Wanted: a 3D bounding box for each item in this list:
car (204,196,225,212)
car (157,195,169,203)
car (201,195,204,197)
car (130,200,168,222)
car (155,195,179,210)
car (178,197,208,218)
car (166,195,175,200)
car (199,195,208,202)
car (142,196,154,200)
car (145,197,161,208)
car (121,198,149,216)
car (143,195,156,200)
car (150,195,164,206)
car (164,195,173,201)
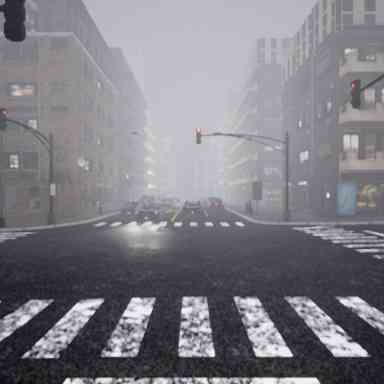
[{"bbox_3d":[2.645,1.408,38.087,1.967,1.590,4.097,0,0,0],"label":"car"},{"bbox_3d":[-5.769,1.393,66.488,1.967,1.590,4.097,0,0,0],"label":"car"},{"bbox_3d":[2.638,1.404,43.770,1.967,1.590,4.097,0,0,0],"label":"car"},{"bbox_3d":[-3.242,1.577,26.184,1.895,1.301,4.718,0,0,1],"label":"car"},{"bbox_3d":[-3.148,1.512,42.711,2.033,1.411,5.357,0,0,0],"label":"car"},{"bbox_3d":[0.065,1.465,30.236,2.128,1.511,4.902,0,0,0],"label":"car"},{"bbox_3d":[-5.797,1.499,89.217,2.008,1.369,4.403,0,0,0],"label":"car"},{"bbox_3d":[2.597,1.501,77.864,2.008,1.369,4.403,0,0,0],"label":"car"},{"bbox_3d":[-5.735,1.493,37.905,1.752,1.417,4.829,0,0,0],"label":"car"},{"bbox_3d":[-5.749,1.486,49.270,1.752,1.417,4.829,0,0,0],"label":"car"},{"bbox_3d":[-5.728,1.537,32.393,1.947,1.339,4.313,0,0,0],"label":"car"},{"bbox_3d":[-5.742,1.279,43.758,2.192,1.841,5.009,0,0,0],"label":"car"},{"bbox_3d":[-5.756,1.398,55.123,1.967,1.590,4.097,0,0,0],"label":"car"},{"bbox_3d":[-5.790,1.500,83.534,2.008,1.369,4.403,0,0,0],"label":"car"}]
